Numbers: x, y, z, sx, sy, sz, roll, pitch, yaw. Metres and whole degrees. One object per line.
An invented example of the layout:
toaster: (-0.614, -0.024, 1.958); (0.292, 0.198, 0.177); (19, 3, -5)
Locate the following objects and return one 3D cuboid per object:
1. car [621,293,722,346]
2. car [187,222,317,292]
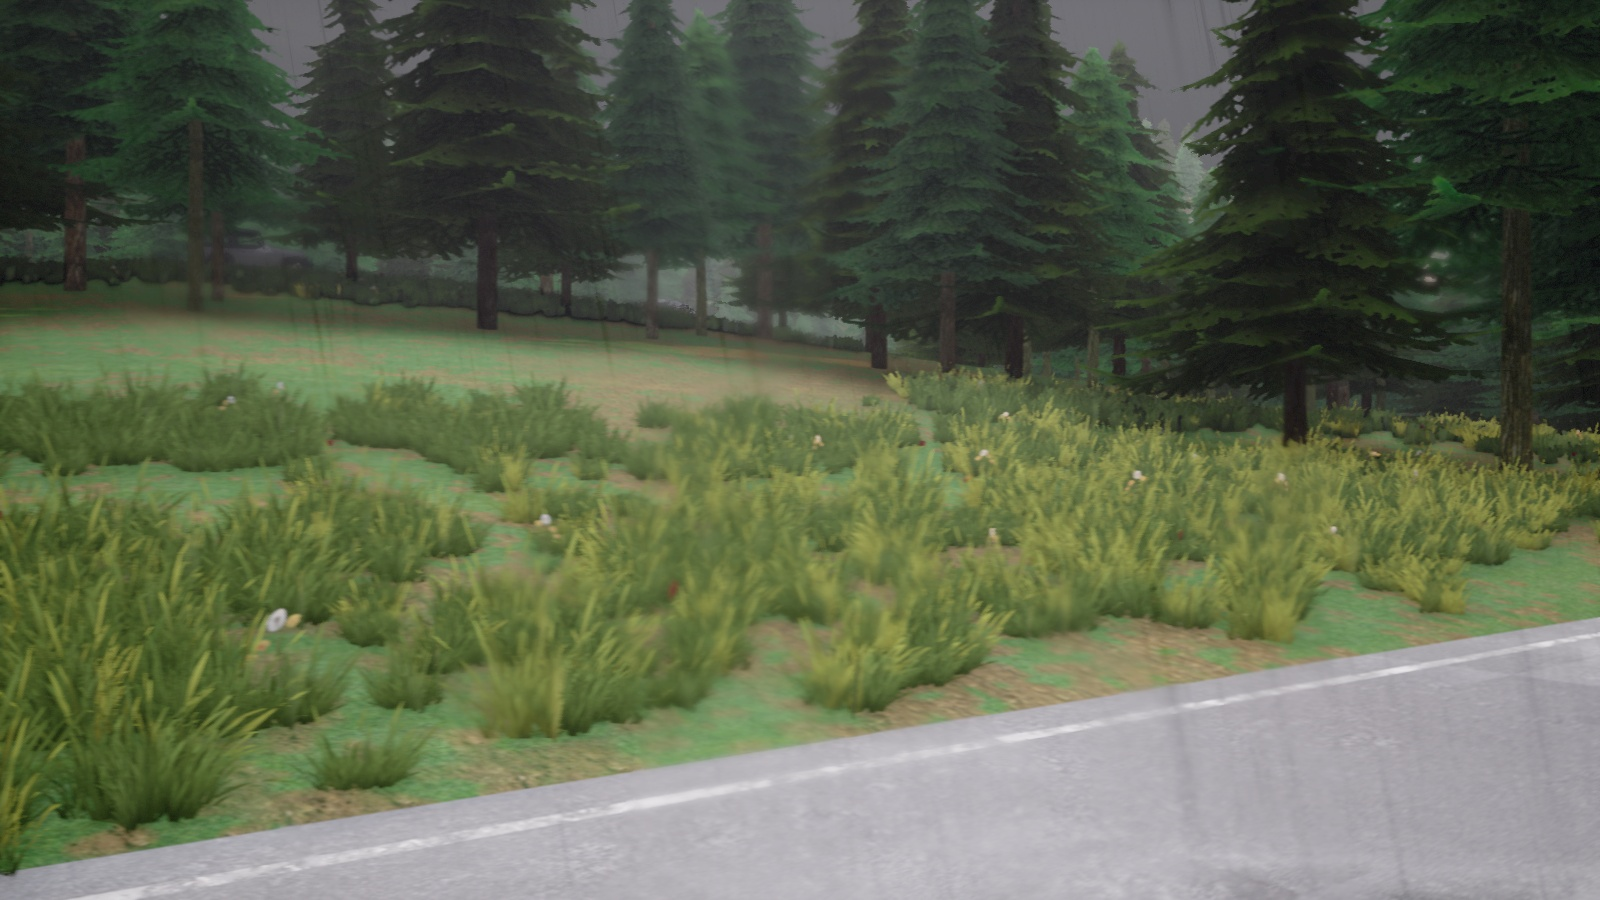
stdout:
car: (-5.639, -5.742, 55.821); (1.837, 1.490, 4.892); (0, -4, 31)
car: (-18.660, -6.525, 42.769); (3.866, 1.878, 1.905); (-1, 0, -28)
